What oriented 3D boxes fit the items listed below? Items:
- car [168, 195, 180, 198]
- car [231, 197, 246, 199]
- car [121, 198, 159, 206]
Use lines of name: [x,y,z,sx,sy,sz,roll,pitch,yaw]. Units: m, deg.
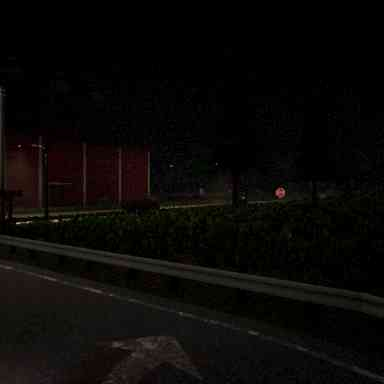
car: [-4.718,1.532,85.619,1.816,1.474,4.193,0,0,36]
car: [7.615,1.520,56.081,2.128,1.511,4.902,0,0,37]
car: [-5.862,1.504,37.940,1.882,1.535,5.008,0,0,36]
